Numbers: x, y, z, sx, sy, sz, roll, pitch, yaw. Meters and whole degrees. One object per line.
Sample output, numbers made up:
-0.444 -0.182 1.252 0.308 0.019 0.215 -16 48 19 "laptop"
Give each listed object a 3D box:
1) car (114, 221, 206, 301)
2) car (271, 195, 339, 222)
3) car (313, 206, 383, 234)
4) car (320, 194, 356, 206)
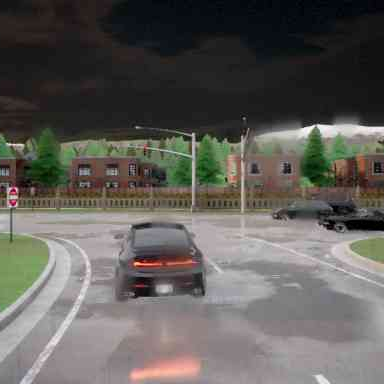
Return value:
-0.888 1.505 8.418 1.837 1.490 4.892 0 0 -9 "car"
8.446 1.352 25.722 4.553 1.767 2.097 0 0 6 "car"
9.580 1.600 18.564 4.718 1.301 1.895 0 0 6 "car"
11.280 1.221 28.943 5.566 2.045 2.150 0 0 6 "car"
